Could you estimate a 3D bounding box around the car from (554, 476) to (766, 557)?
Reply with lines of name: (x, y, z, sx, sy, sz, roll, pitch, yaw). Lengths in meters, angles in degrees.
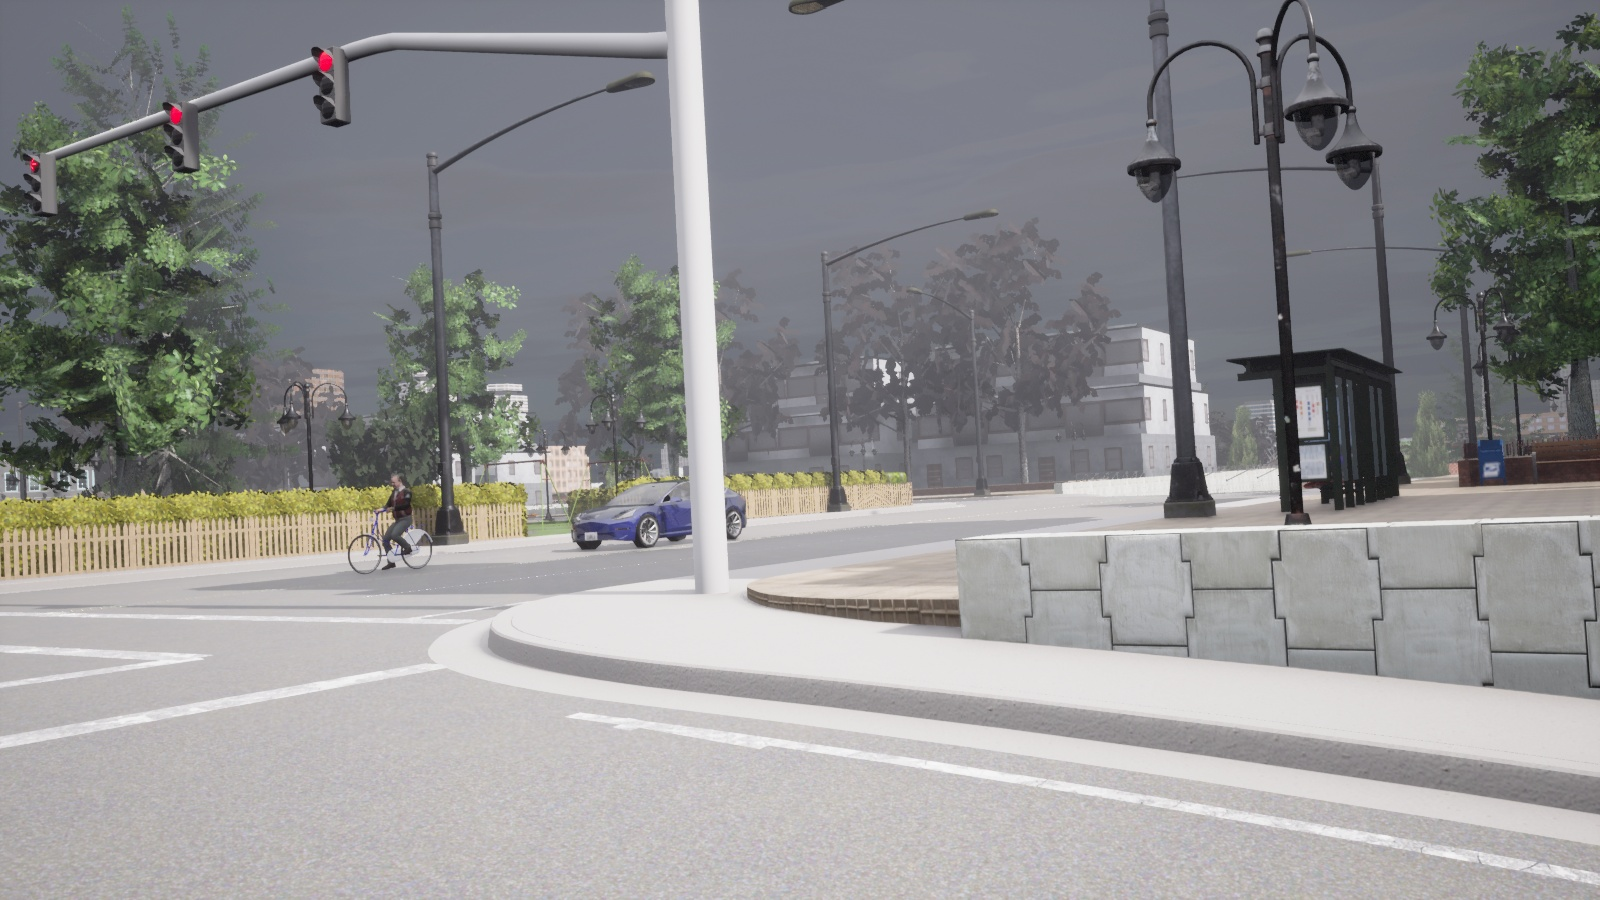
car: (-3.125, 1.490, 29.020, 2.163, 1.488, 4.792, -5, -2, 34)

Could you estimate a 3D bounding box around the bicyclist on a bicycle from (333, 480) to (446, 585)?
bicyclist on a bicycle: (-7.418, 1.470, 22.764, 0.659, 1.776, 1.843, -5, -2, 34)
